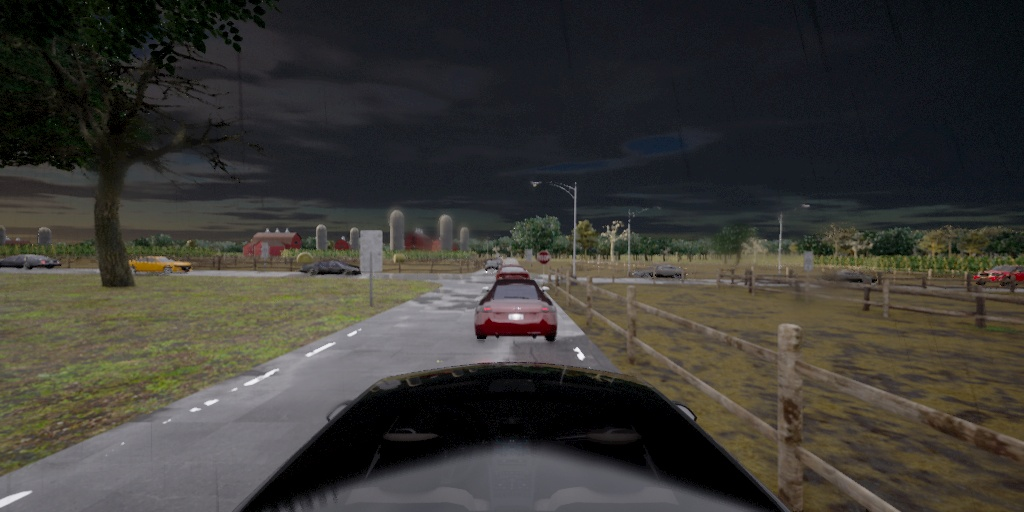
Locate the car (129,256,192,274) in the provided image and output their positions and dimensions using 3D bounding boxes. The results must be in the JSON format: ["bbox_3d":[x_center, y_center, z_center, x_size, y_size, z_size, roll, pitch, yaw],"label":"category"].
[{"bbox_3d":[-31.578,0.792,32.075,5.008,1.535,1.882,1,1,0],"label":"car"}]

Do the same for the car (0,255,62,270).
[{"bbox_3d":[-47.365,0.608,34.902,5.357,1.411,2.033,1,1,0],"label":"car"}]

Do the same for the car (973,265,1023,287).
[{"bbox_3d":[49.156,1.887,35.303,5.566,2.045,2.150,2,1,0],"label":"car"}]

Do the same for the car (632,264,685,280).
[{"bbox_3d":[14.377,1.582,35.240,4.902,1.511,2.128,1,1,0],"label":"car"}]

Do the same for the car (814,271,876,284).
[{"bbox_3d":[32.687,2.109,35.327,4.718,1.301,1.895,1,1,0],"label":"car"}]

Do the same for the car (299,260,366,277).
[{"bbox_3d":[-15.996,1.109,32.146,5.357,1.411,2.033,1,1,0],"label":"car"}]

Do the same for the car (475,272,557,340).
[{"bbox_3d":[0.102,1.329,10.007,1.994,1.385,4.181,0,0,0],"label":"car"}]

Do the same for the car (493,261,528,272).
[{"bbox_3d":[-0.046,1.259,21.467,1.882,1.535,5.008,0,0,-3],"label":"car"}]

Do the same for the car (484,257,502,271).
[{"bbox_3d":[-2.755,1.312,49.728,1.837,1.490,4.892,0,0,-1],"label":"car"}]
